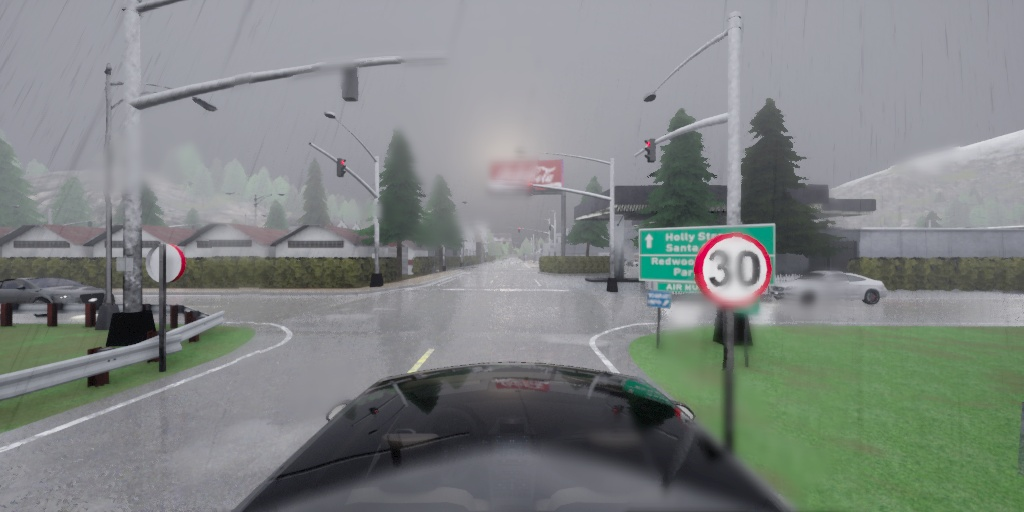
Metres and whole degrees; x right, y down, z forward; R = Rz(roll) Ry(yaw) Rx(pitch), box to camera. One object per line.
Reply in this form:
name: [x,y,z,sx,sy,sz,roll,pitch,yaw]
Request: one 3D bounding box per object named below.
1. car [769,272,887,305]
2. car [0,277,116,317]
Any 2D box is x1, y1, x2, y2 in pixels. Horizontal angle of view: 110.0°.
car: [14.854,1.467,16.948,4.674,1.442,1.812,0,0,0]
car: [-18.055,1.505,13.768,4.181,1.385,1.994,0,0,1]
